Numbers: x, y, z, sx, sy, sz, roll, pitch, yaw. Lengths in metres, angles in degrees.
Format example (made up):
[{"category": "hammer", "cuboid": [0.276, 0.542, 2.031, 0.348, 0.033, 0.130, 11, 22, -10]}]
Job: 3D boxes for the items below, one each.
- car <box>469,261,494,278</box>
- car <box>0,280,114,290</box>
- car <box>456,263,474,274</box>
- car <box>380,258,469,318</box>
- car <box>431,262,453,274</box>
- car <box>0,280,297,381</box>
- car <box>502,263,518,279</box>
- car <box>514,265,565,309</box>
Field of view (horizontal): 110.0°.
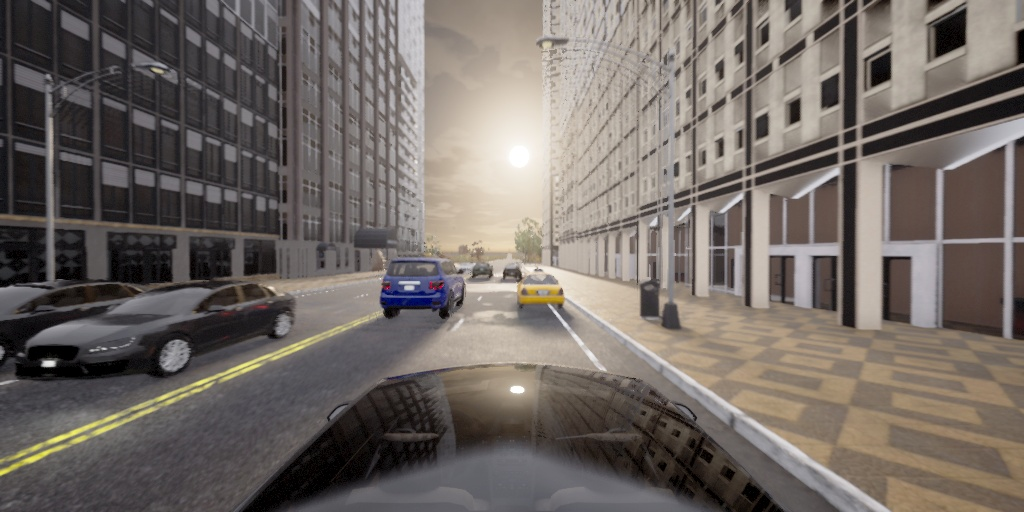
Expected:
[{"category": "car", "cuboid": [-3.153, 1.455, 39.739, 2.097, 1.767, 4.553, 0, -1, 0]}, {"category": "car", "cuboid": [-9.849, 1.310, 7.531, 1.837, 1.490, 4.892, 0, -1, 0]}, {"category": "car", "cuboid": [-6.567, 1.727, 50.695, 1.812, 1.442, 4.674, 0, -1, 0]}, {"category": "car", "cuboid": [-3.150, 1.087, 13.683, 2.150, 2.045, 5.566, 0, 0, 0]}, {"category": "car", "cuboid": [-9.817, 1.695, 50.934, 2.128, 1.511, 4.902, 0, -1, 0]}, {"category": "car", "cuboid": [-6.600, 1.310, 7.539, 1.837, 1.490, 4.892, 0, -1, 0]}, {"category": "car", "cuboid": [0.028, 1.556, 36.838, 1.882, 1.535, 5.008, 0, 0, 1]}, {"category": "car", "cuboid": [1.136, 1.338, 15.703, 1.801, 1.575, 5.366, 0, -1, 0]}]
